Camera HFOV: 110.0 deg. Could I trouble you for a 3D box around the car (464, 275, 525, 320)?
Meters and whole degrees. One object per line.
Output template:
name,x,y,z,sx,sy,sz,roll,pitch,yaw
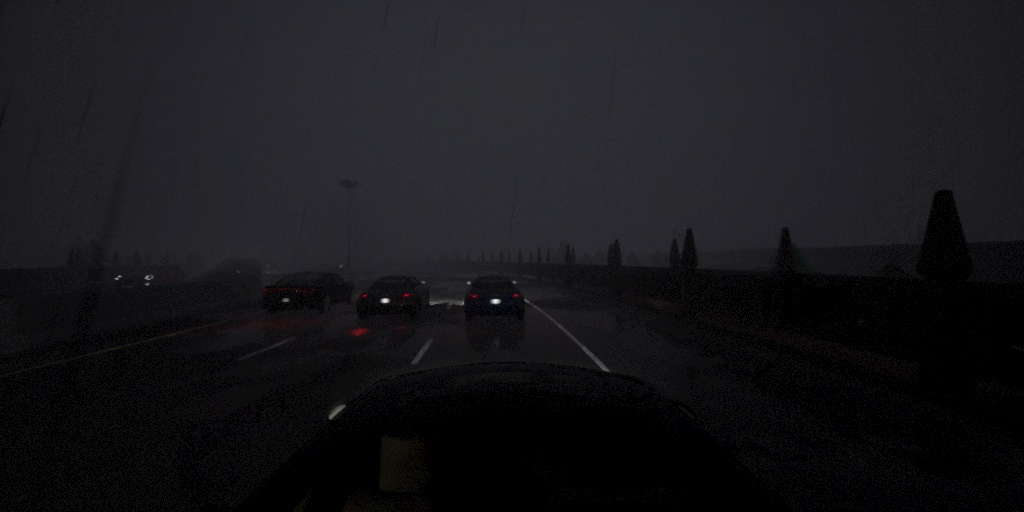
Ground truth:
car,-0.716,1.387,13.093,1.994,1.385,4.181,0,0,-6

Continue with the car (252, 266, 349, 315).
car,-7.918,1.347,14.503,1.882,1.535,5.008,0,0,-7

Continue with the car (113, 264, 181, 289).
car,-24.403,1.370,24.467,2.097,1.767,4.553,0,0,-16

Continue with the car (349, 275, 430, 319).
car,-4.259,1.408,13.389,1.994,1.385,4.181,0,0,-6

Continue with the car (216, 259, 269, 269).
car,-22.079,1.258,28.993,2.150,2.045,5.566,0,-1,-18

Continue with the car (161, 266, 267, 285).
car,-16.004,1.492,19.738,2.033,1.411,5.357,0,0,-12
